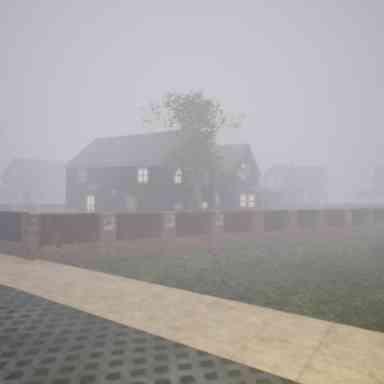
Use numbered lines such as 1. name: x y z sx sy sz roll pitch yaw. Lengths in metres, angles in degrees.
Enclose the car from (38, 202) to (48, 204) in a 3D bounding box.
1. car: -17.273 1.940 39.823 1.994 1.385 4.181 2 0 35
